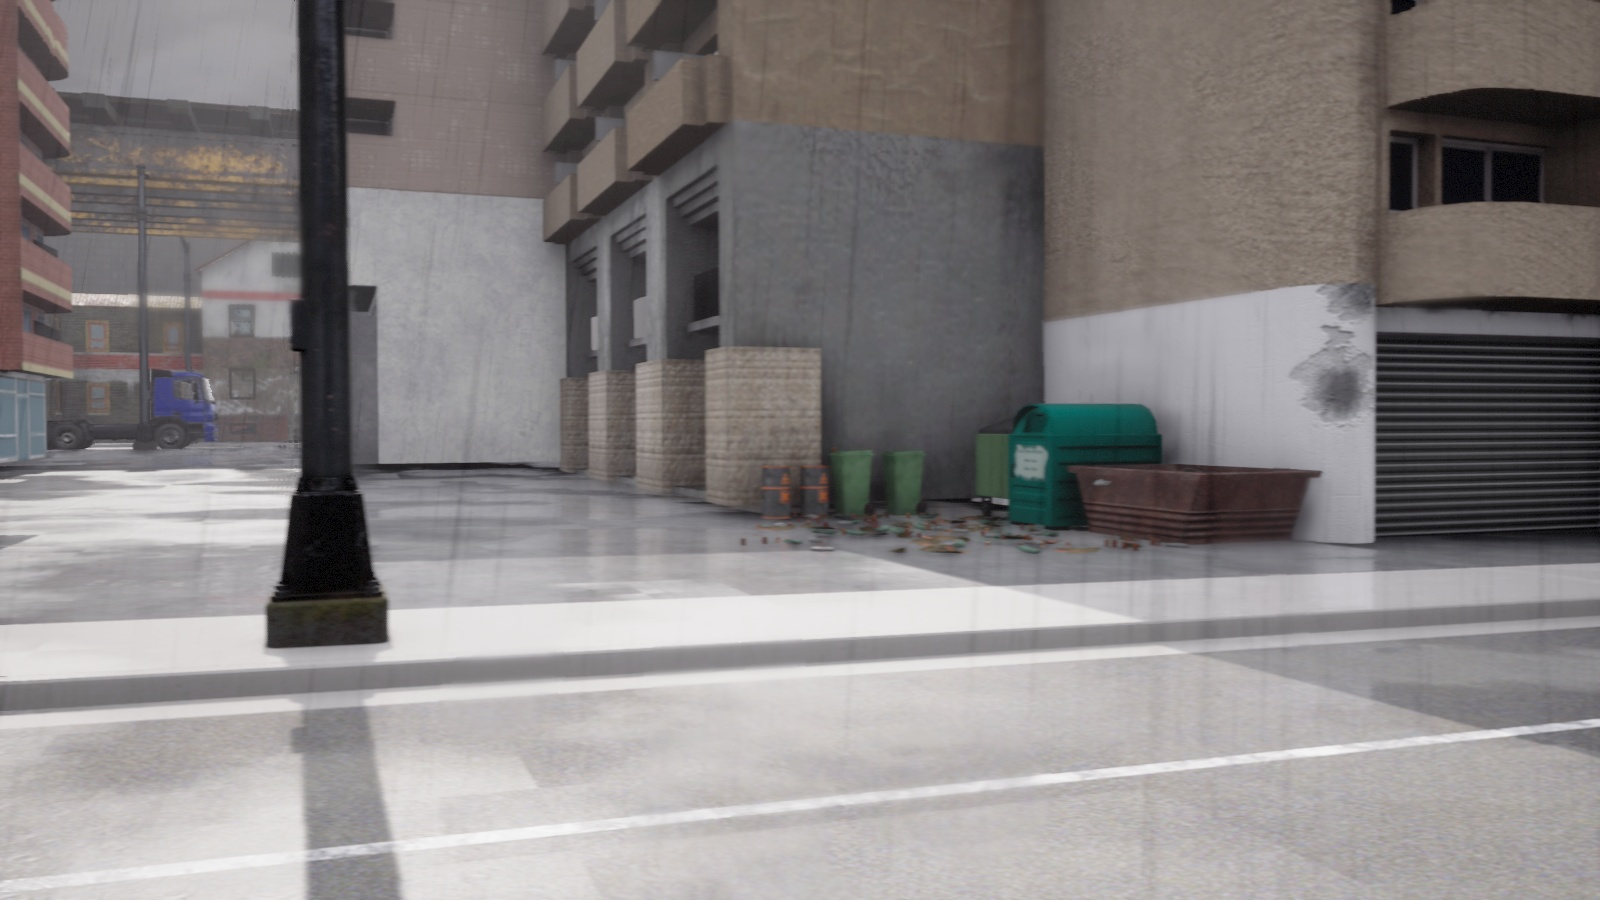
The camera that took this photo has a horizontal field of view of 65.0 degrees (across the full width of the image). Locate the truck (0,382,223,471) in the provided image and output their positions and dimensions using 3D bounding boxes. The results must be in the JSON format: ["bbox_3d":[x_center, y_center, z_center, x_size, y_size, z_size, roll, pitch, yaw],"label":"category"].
[{"bbox_3d":[-28.976,-1.049,53.232,7.936,3.462,2.891,-2,1,-21],"label":"truck"}]
